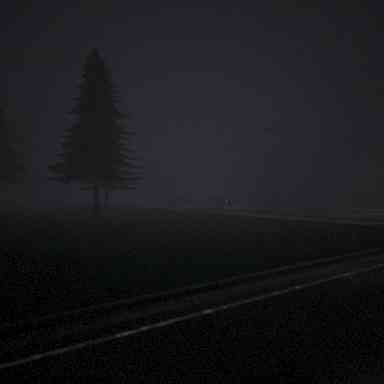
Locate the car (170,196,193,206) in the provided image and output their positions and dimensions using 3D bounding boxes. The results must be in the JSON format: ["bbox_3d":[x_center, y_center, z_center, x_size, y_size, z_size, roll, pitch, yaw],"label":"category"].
[{"bbox_3d":[-1.795,1.421,55.628,1.882,1.535,5.008,0,0,-35],"label":"car"}]

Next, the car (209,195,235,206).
[{"bbox_3d":[4.722,1.289,52.570,2.097,1.767,4.553,0,0,-36],"label":"car"}]
